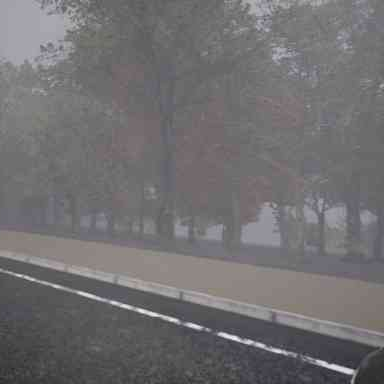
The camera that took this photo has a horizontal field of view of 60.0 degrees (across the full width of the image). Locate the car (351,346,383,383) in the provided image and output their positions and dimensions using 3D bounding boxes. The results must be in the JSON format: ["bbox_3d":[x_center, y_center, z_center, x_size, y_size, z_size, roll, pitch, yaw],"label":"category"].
[{"bbox_3d":[3.289,1.499,1.339,4.902,1.511,2.128,0,0,35],"label":"car"}]
